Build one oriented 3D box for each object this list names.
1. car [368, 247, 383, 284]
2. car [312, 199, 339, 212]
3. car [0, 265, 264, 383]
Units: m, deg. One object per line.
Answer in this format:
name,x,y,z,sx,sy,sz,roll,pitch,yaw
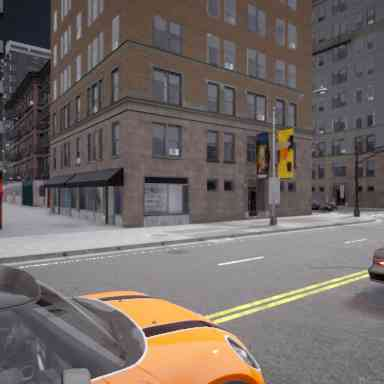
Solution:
car,6.409,1.549,8.208,5.357,1.411,2.033,0,0,-37
car,14.016,1.533,38.449,2.033,1.411,5.357,0,0,-36
car,-1.552,1.352,2.294,4.553,1.767,2.097,0,0,-37
